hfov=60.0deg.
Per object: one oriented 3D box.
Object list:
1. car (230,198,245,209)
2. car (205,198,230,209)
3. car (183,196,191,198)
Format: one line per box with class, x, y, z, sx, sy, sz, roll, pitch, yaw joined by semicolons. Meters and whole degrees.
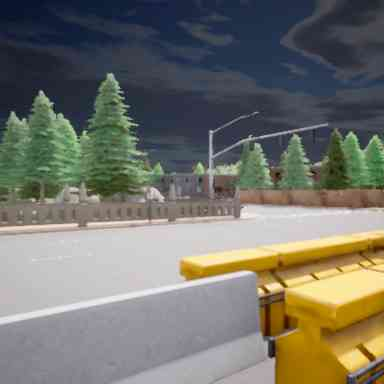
car;4.926;1.495;44.520;2.128;1.511;4.902;0;0;-35
car;2.333;1.566;42.126;1.994;1.385;4.181;0;0;-35
car;-0.947;1.528;65.550;1.812;1.442;4.674;0;0;-6
